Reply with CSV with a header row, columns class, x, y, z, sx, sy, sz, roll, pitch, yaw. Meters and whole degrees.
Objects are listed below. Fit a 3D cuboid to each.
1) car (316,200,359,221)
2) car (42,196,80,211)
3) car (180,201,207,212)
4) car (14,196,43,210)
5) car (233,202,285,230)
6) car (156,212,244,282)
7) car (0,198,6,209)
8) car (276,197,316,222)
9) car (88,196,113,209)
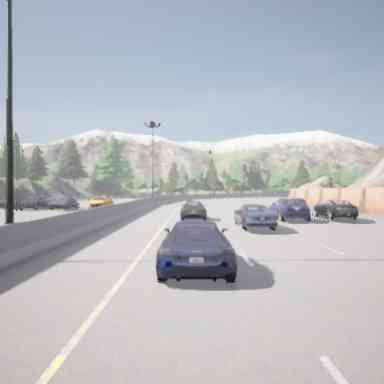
class,x,y,z,sx,sy,sz,roll,pitch,yaw
car,10.615,1.304,24.947,2.128,1.511,4.902,0,0,0
car,-14.070,1.262,36.780,2.033,1.411,5.357,0,0,0
car,0.114,1.368,25.580,1.994,1.385,4.181,0,0,0
car,-17.548,1.215,37.165,1.837,1.490,4.892,0,1,0
car,3.612,1.398,19.641,2.033,1.411,5.357,0,0,0
car,0.105,1.491,9.519,1.994,1.385,4.181,0,0,0
car,-21.032,1.261,38.993,1.994,1.385,4.181,0,0,0
car,7.115,1.165,24.671,2.097,1.767,4.553,0,0,0
car,-10.531,1.181,38.517,1.882,1.535,5.008,0,0,1
